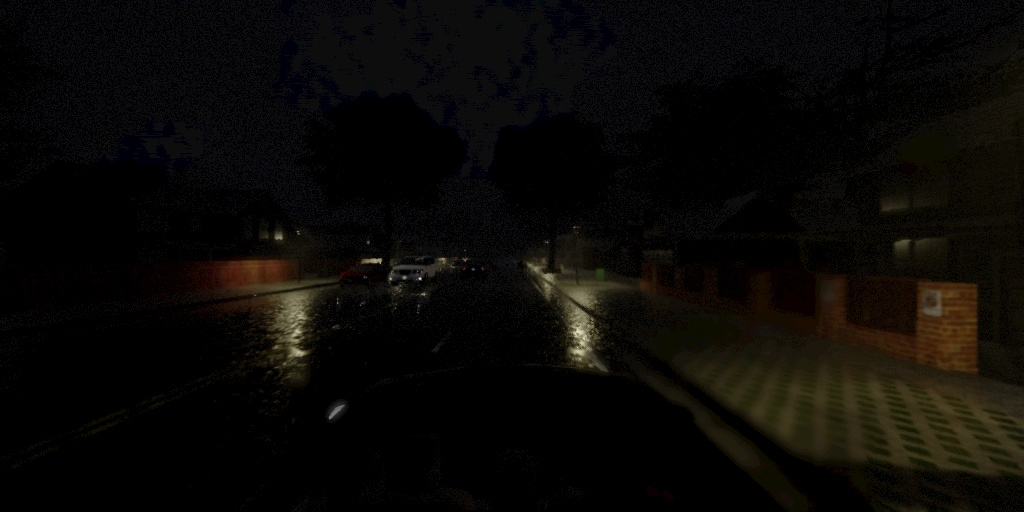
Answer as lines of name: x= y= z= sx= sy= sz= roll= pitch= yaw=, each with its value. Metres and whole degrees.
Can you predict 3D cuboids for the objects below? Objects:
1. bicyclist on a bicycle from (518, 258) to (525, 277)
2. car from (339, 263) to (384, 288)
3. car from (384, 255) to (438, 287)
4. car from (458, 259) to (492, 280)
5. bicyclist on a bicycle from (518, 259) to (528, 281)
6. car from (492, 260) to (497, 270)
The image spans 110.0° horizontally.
bicyclist on a bicycle: x=0.898 y=1.116 z=36.007 sx=0.659 sy=1.776 sz=1.843 roll=0 pitch=0 yaw=0
car: x=-9.844 y=1.224 z=24.285 sx=1.882 sy=1.535 sz=5.008 roll=0 pitch=0 yaw=0
car: x=-6.595 y=0.968 z=24.757 sx=2.150 sy=2.045 sz=5.566 roll=0 pitch=0 yaw=0
car: x=-3.146 y=1.098 z=31.370 sx=2.097 sy=1.767 sz=4.553 roll=0 pitch=0 yaw=0
bicyclist on a bicycle: x=0.897 y=1.116 z=27.007 sx=0.659 sy=1.776 sz=1.843 roll=0 pitch=0 yaw=0
car: x=-3.144 y=1.236 z=50.504 sx=2.128 sy=1.511 sz=4.902 roll=0 pitch=0 yaw=0
